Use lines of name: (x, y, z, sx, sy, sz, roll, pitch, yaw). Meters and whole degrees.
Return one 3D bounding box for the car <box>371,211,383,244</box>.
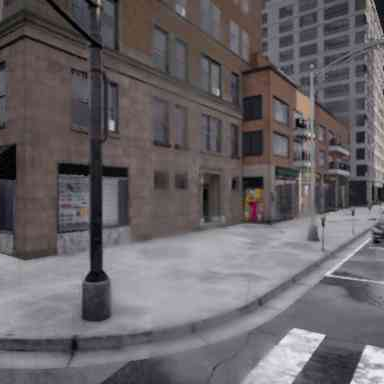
car: (9.067, 1.475, 14.619, 2.008, 1.369, 4.403, 0, 0, 36)
